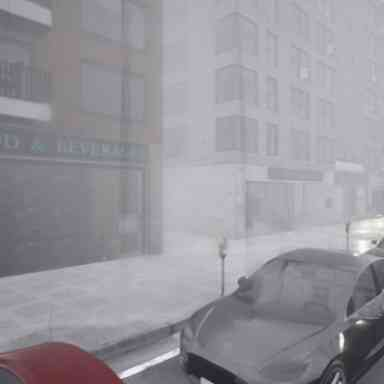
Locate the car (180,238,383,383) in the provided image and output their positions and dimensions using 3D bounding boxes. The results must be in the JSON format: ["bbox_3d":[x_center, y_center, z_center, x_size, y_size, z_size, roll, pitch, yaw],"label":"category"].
[{"bbox_3d":[1.793,1.565,4.714,4.313,1.339,1.947,0,0,-43],"label":"car"}]

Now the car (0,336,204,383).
[{"bbox_3d":[-2.239,1.544,0.938,4.507,1.381,1.887,0,0,-43],"label":"car"}]
